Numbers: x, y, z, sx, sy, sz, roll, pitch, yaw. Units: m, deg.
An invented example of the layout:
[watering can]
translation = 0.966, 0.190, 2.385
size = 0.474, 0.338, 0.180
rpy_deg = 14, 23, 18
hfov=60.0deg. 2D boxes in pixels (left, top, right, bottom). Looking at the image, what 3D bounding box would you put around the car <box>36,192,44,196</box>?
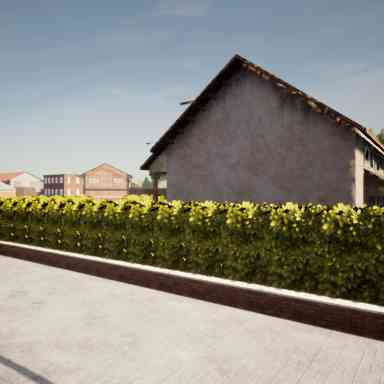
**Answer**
[car]
translation = -31.328, 0.973, 68.439
size = 3.866, 1.878, 1.905
rpy_deg = 0, 0, 35
